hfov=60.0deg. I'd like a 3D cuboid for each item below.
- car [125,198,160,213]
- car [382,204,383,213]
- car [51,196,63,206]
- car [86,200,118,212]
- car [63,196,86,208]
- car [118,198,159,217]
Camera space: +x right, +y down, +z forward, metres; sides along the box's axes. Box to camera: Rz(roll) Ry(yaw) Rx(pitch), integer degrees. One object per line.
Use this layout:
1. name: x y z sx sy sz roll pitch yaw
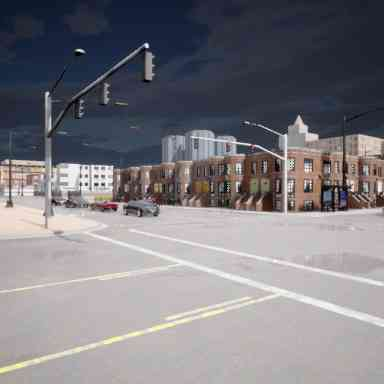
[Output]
1. car: -5.863 1.491 38.977 2.128 1.511 4.902 0 0 -36
2. car: 20.214 1.222 31.415 5.566 2.045 2.150 0 0 -36
3. car: -22.298 1.492 55.551 2.128 1.511 4.902 0 0 -35
4. car: -10.331 1.601 38.889 1.895 1.301 4.718 0 0 -36
5. car: -16.277 1.352 47.138 2.097 1.767 4.553 0 0 -36
6. car: -4.866 1.505 31.318 1.837 1.490 4.892 0 0 -36
